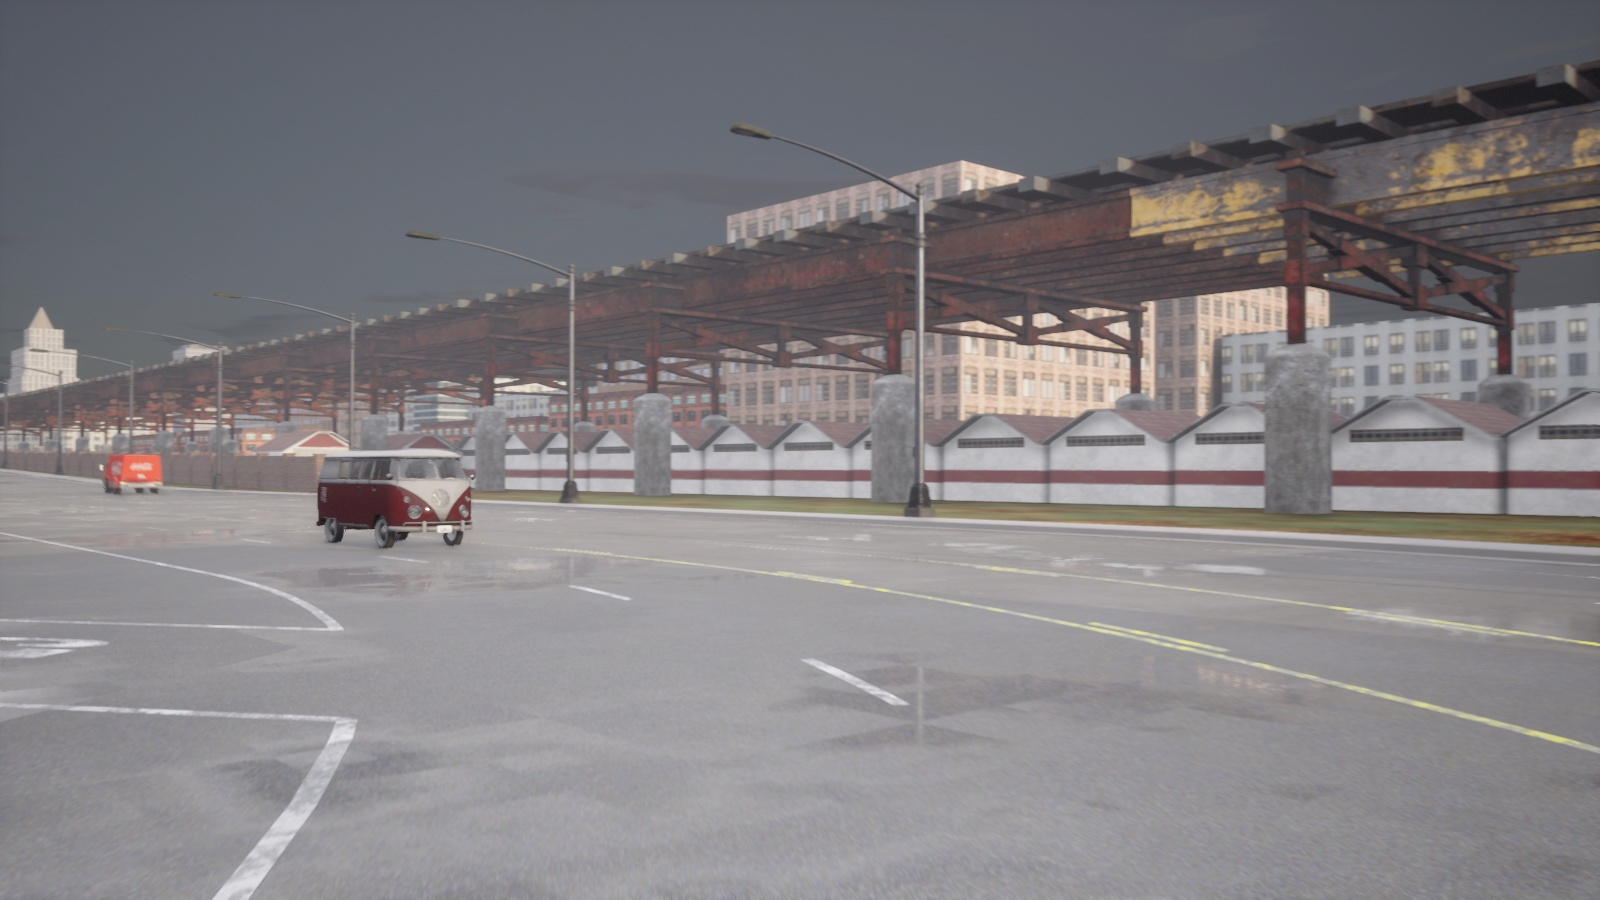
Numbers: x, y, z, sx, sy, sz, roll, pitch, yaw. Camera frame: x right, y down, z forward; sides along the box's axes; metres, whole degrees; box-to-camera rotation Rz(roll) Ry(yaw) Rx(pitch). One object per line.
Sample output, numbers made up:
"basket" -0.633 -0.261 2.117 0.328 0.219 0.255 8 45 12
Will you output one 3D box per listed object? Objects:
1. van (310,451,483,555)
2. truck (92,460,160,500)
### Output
"van" -8.498 1.052 26.236 1.775 1.987 4.442 1 -1 -42
"truck" -42.693 1.889 79.526 2.627 2.467 5.204 1 -1 -42
